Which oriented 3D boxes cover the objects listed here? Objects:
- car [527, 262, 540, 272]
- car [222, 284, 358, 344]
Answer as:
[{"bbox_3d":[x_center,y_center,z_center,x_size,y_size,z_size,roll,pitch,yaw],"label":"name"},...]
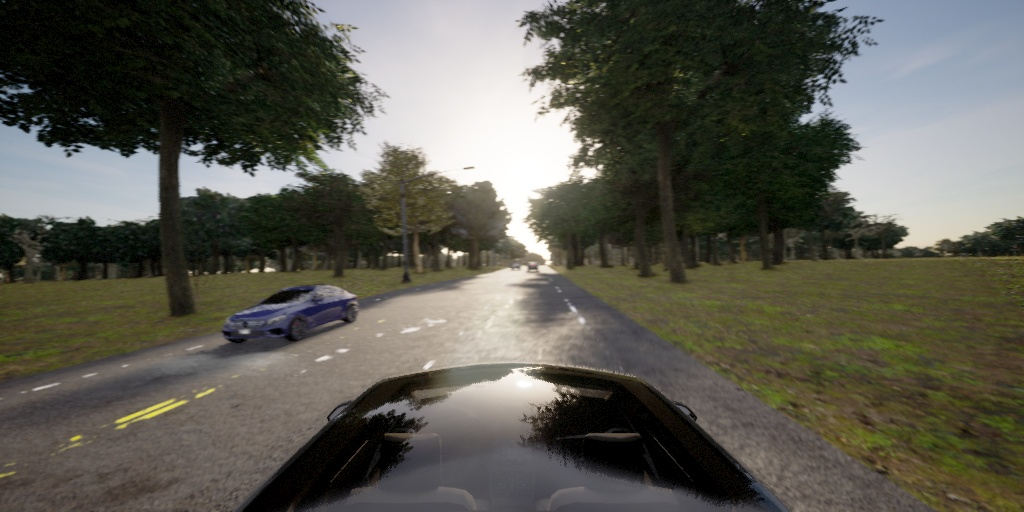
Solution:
[{"bbox_3d":[3.405,1.711,58.278,2.128,1.511,4.902,-3,-1,4],"label":"car"},{"bbox_3d":[-6.615,1.661,11.374,1.812,1.442,4.674,-3,-1,4],"label":"car"}]
